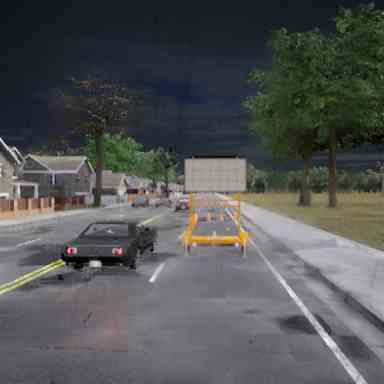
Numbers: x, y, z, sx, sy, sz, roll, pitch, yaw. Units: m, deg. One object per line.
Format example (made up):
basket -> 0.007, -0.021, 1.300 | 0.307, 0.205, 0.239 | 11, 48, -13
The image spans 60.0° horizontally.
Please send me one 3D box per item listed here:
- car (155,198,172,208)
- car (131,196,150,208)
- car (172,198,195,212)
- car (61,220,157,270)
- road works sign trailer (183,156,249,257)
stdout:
car -> -3.775, 1.455, 45.069 | 1.994, 1.385, 4.181 | 0, 0, 3
car -> -6.989, 1.392, 45.771 | 1.837, 1.490, 4.892 | 0, 0, 4
car -> -0.779, 1.435, 37.482 | 1.812, 1.442, 4.674 | 0, 0, 3
car -> -2.378, 1.567, 10.884 | 1.895, 1.301, 4.718 | 0, 0, 3
road works sign trailer -> 0.890, 0.429, 12.737 | 2.380, 3.560, 2.880 | 0, 0, 3
